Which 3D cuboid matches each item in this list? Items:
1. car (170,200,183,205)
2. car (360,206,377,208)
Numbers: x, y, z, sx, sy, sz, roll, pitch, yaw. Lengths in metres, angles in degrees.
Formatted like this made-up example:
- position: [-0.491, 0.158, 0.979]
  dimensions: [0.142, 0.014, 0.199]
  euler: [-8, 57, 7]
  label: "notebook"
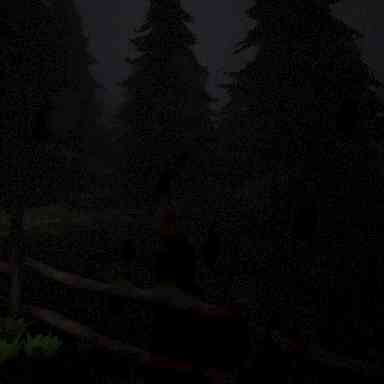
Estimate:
- position: [-2.726, 1.591, 37.117]
  dimensions: [4.181, 1.385, 1.994]
  euler: [0, 0, -13]
  label: "car"
- position: [18.318, 1.591, 35.740]
  dimensions: [4.181, 1.385, 1.994]
  euler: [0, 0, 2]
  label: "car"
